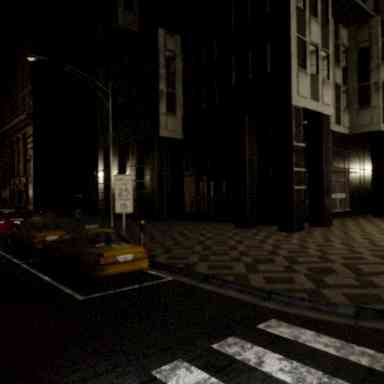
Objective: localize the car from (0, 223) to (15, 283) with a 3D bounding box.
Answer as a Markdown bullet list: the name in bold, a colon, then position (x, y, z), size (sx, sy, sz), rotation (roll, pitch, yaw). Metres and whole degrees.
- **car**: position (-6.162, 1.666, 8.511), size (2.128, 1.511, 4.902), rotation (-1, -1, -36)

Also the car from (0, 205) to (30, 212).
- **car**: position (-10.334, 1.638, 18.565), size (2.192, 1.841, 5.009), rotation (-1, 0, -40)

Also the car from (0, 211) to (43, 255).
- **car**: position (-6.809, 1.758, 14.429), size (1.752, 1.417, 4.829), rotation (-1, 0, -40)

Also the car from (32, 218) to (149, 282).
- **car**: position (-3.177, 1.665, 10.165), size (1.752, 1.417, 4.829), rotation (-1, 0, -40)
